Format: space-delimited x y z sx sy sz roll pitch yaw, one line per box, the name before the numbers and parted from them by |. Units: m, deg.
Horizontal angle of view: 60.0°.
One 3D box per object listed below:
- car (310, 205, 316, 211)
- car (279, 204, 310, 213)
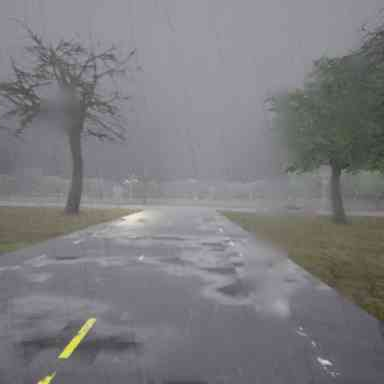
car | 22.534 3.047 66.544 4.181 1.385 1.994 2 0 0
car | 17.997 2.914 59.565 4.674 1.442 1.812 2 0 0
